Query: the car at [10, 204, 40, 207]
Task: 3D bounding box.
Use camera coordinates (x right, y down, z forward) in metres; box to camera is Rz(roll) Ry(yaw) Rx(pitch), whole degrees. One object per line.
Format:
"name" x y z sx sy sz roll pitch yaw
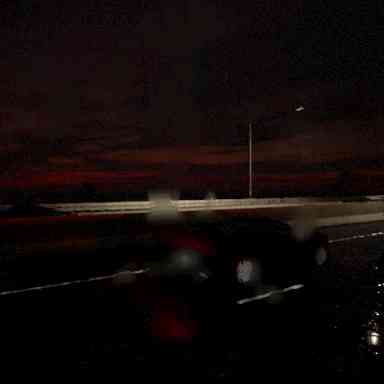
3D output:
"car" -11.312 1.509 21.720 4.674 1.442 1.812 0 0 -35

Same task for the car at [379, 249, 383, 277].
"car" 6.615 1.512 8.467 4.181 1.385 1.994 0 0 -36

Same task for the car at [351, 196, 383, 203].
"car" 22.350 1.379 41.426 4.718 1.301 1.895 0 0 -35

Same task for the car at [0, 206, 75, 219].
"car" -7.132 1.547 16.104 4.181 1.385 1.994 0 0 -36

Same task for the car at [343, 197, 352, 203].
"car" 23.101 1.307 46.246 5.357 1.411 2.033 0 0 -35

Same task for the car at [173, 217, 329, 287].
"car" 1.852 1.443 9.369 5.008 1.535 1.882 0 0 -36
